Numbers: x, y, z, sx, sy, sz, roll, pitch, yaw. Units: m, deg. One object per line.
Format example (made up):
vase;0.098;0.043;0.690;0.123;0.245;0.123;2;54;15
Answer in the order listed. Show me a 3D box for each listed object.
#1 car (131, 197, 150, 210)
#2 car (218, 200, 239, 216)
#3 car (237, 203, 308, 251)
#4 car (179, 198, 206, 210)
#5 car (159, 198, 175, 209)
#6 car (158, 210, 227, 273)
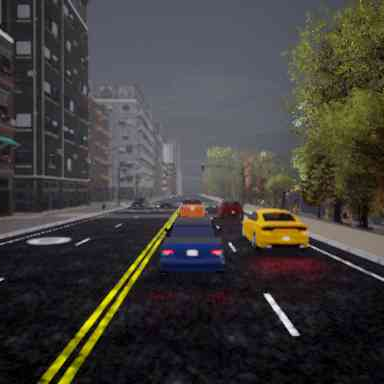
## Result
car;-6.536;1.455;42.610;1.837;1.490;4.892;0;0;1
car;3.311;1.439;29.019;1.882;1.535;5.008;0;0;1
car;3.308;1.457;14.046;1.882;1.535;5.008;0;0;0
car;0.049;1.314;27.736;2.097;1.767;4.553;0;0;1
car;-3.263;1.495;44.764;2.033;1.411;5.357;0;0;0
car;0.025;1.532;10.640;2.033;1.411;5.357;0;0;0
